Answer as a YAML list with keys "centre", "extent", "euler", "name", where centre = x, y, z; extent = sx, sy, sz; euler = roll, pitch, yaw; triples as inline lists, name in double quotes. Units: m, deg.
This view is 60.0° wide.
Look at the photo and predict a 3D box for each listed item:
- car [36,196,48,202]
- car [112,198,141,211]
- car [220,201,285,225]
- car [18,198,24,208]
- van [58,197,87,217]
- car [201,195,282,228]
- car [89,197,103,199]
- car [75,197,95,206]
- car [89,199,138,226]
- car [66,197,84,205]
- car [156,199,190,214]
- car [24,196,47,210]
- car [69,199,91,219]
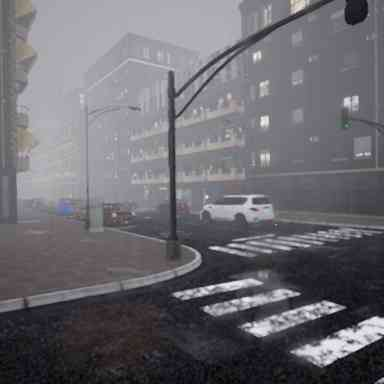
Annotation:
- centre: [-37.427, 1.703, 82.997]
  extent: [1.887, 1.381, 4.507]
  euler: [-1, 1, -36]
  name: "car"
- centre: [-8.453, 1.556, 42.482]
  extent: [2.008, 1.369, 4.403]
  euler: [-1, 1, -36]
  name: "car"
- centre: [4.325, 1.473, 24.615]
  extent: [1.752, 1.417, 4.829]
  euler: [-1, 1, -36]
  name: "car"
- centre: [-24.927, 1.756, 51.113]
  extent: [1.947, 1.339, 4.313]
  euler: [-1, 1, -36]
  name: "car"
- centre: [-12.053, 1.470, 33.105]
  extent: [1.690, 1.788, 3.998]
  euler: [-1, 1, -36]
  name: "van"
- centre: [2.905, 1.208, 22.293]
  extent: [2.150, 2.045, 5.566]
  euler: [-1, 0, -37]
  name: "car"
- centre: [-14.894, 1.477, 51.484]
  extent: [1.967, 1.590, 4.097]
  euler: [-1, 1, -36]
  name: "car"
- centre: [-18.111, 1.618, 55.987]
  extent: [1.947, 1.339, 4.313]
  euler: [-1, 1, -36]
  name: "car"
- centre: [-5.613, 1.539, 24.104]
  extent: [1.967, 1.590, 4.097]
  euler: [-1, 1, -36]
  name: "car"
- centre: [-21.331, 1.620, 60.489]
  extent: [2.008, 1.369, 4.403]
  euler: [-1, 1, -36]
  name: "car"
- centre: [-2.016, 1.416, 33.478]
  extent: [1.967, 1.590, 4.097]
  euler: [-1, 1, -36]
  name: "car"
- centre: [-21.709, 1.614, 46.611]
  extent: [1.967, 1.590, 4.097]
  euler: [-1, 1, -36]
  name: "car"
- centre: [-8.731, 1.639, 28.467]
  extent: [1.752, 1.417, 4.829]
  euler: [-1, 1, -36]
  name: "car"
